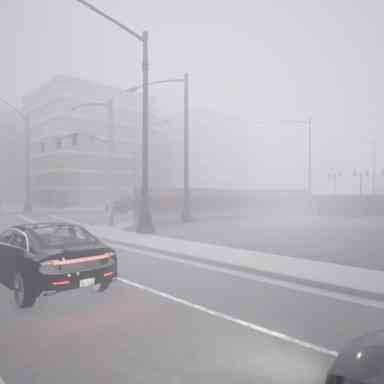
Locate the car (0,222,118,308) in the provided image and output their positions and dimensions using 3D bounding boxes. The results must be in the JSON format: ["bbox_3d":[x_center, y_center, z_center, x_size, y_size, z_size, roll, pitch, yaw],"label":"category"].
[{"bbox_3d":[-3.644,1.492,8.035,2.128,1.511,4.902,0,0,-43],"label":"car"}]

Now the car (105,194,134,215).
[{"bbox_3d":[-6.298,1.221,34.992,5.566,2.045,2.150,0,0,-44],"label":"car"}]

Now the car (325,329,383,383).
[{"bbox_3d":[3.202,1.505,1.581,4.892,1.490,1.837,0,0,38],"label":"car"}]
